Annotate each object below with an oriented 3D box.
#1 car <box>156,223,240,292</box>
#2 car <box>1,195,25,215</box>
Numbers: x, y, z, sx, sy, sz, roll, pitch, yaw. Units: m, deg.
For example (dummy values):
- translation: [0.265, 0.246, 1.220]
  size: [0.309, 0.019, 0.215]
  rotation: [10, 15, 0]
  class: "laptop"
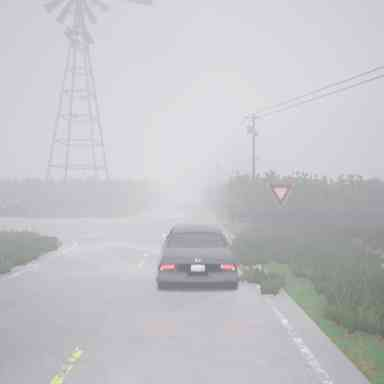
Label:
- translation: [0.106, 1.549, 9.080]
  size: [2.033, 1.411, 5.357]
  rotation: [0, 0, 0]
  class: "car"
- translation: [-17.212, 1.221, 31.939]
  size: [1.905, 1.878, 3.866]
  rotation: [0, 0, -31]
  class: "car"
